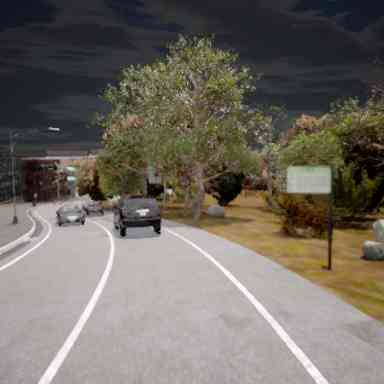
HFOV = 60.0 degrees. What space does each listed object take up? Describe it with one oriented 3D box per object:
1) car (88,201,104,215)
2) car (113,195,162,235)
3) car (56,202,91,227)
[{"bbox_3d":[-11.051,1.759,36.516,2.128,1.511,4.902,-3,1,-28],"label":"car"},{"bbox_3d":[-3.266,1.241,19.212,2.150,2.045,5.566,-2,0,-18],"label":"car"},{"bbox_3d":[-9.433,1.755,25.746,2.128,1.511,4.902,-3,0,-24],"label":"car"}]
